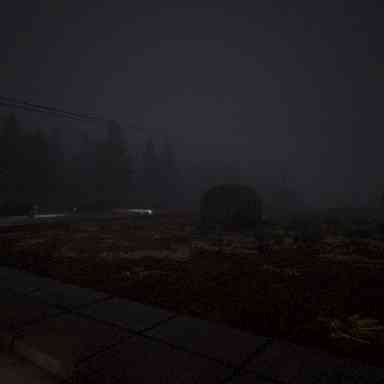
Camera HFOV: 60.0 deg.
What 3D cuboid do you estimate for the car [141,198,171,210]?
[{"bbox_3d":[-4.660,1.552,44.314,1.812,1.442,4.674,0,0,37],"label":"car"}]

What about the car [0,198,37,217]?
[{"bbox_3d":[-16.065,1.379,28.947,2.097,1.767,4.553,0,0,37],"label":"car"}]

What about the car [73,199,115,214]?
[{"bbox_3d":[-10.618,1.518,36.292,2.128,1.511,4.902,0,0,37],"label":"car"}]
